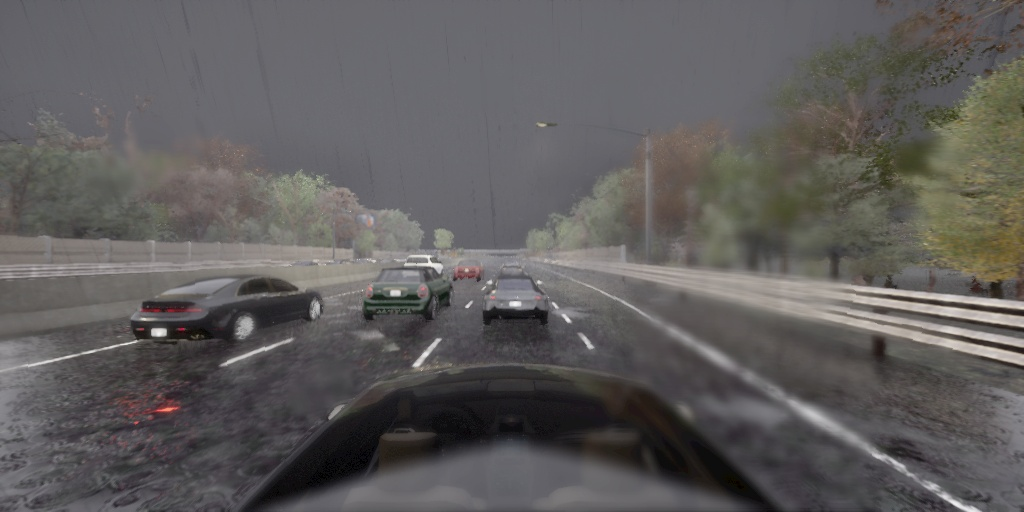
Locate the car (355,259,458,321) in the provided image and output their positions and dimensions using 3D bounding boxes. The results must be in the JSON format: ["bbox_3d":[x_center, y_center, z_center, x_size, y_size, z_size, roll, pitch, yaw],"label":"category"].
[{"bbox_3d":[-3.406,1.103,12.593,2.097,1.767,4.553,0,0,0],"label":"car"}]

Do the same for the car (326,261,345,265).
[{"bbox_3d":[-24.579,1.348,50.449,1.994,1.385,4.181,0,0,0],"label":"car"}]

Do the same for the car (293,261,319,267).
[{"bbox_3d":[-28.079,1.346,49.047,1.994,1.385,4.181,0,0,0],"label":"car"}]

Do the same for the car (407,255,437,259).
[{"bbox_3d":[-6.913,0.981,28.472,2.150,2.045,5.566,0,0,0],"label":"car"}]

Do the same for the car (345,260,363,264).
[{"bbox_3d":[-21.079,1.276,50.774,2.128,1.511,4.902,0,0,0],"label":"car"}]

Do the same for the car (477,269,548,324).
[{"bbox_3d":[0.095,1.315,12.065,1.994,1.385,4.181,0,0,0],"label":"car"}]

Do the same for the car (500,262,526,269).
[{"bbox_3d":[0.089,1.253,29.376,2.128,1.511,4.902,0,0,0],"label":"car"}]

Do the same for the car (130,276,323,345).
[{"bbox_3d":[-6.905,1.255,9.445,1.837,1.490,4.892,0,0,0],"label":"car"}]

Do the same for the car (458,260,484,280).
[{"bbox_3d":[-3.413,1.113,29.123,2.097,1.767,4.553,0,0,0],"label":"car"}]
